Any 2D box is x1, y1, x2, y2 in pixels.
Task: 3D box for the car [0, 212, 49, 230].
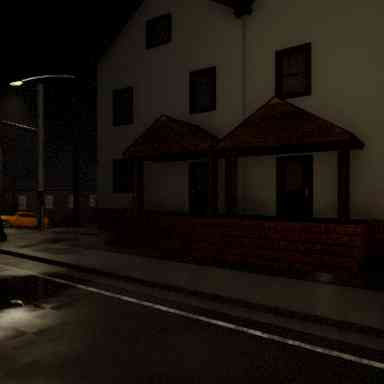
[{"bbox_3d":[-15.033,2.448,28.985,1.882,1.535,5.008,0,-9,36],"label":"car"}]
